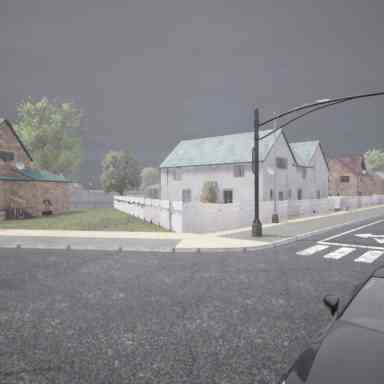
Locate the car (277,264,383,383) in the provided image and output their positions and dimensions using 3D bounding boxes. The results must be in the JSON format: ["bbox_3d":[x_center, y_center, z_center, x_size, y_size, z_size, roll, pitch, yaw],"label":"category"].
[{"bbox_3d":[2.548,1.524,3.442,1.812,1.442,4.674,0,0,42],"label":"car"}]
